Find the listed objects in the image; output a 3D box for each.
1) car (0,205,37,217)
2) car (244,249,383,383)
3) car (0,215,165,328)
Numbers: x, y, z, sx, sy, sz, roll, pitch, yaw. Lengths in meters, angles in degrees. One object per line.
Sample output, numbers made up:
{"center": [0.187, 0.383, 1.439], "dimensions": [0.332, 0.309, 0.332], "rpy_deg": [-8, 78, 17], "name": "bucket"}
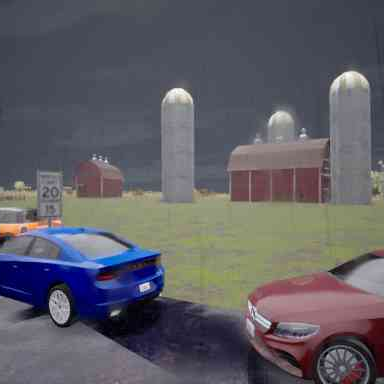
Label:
{"center": [-6.989, 1.364, 12.607], "dimensions": [4.553, 1.767, 2.097], "rpy_deg": [0, 0, 27], "name": "car"}
{"center": [3.080, 1.557, 4.636], "dimensions": [4.674, 1.442, 1.812], "rpy_deg": [1, 0, -7], "name": "car"}
{"center": [-2.892, 1.480, 7.054], "dimensions": [5.008, 1.535, 1.882], "rpy_deg": [0, 0, 33], "name": "car"}
